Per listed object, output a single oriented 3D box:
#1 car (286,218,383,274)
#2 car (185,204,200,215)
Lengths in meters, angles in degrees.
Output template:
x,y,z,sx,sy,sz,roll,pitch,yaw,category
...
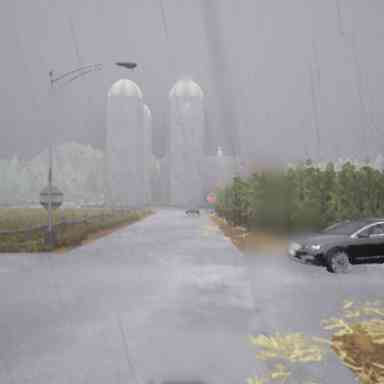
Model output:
x,y,z,sx,sy,sz,roll,pitch,yaw,category
5.448,1.579,10.473,4.902,1.511,2.128,0,-1,-9,car
0.075,2.353,45.611,2.033,1.411,5.357,0,-1,0,car
